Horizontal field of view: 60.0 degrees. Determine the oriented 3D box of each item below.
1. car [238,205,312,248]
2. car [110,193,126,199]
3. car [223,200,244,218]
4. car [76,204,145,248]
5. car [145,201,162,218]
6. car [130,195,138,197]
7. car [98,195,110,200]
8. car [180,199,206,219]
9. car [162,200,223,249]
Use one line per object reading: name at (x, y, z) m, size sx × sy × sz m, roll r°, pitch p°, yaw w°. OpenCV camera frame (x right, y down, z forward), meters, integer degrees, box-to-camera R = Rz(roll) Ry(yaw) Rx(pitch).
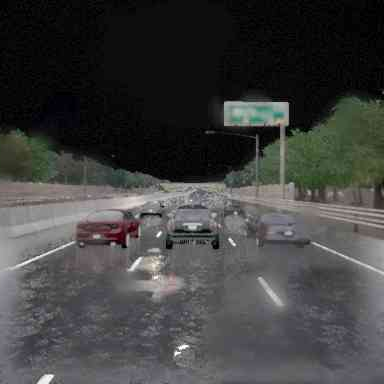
car at (3.524, 1.541, 14.597) m, size 2.033 × 1.411 × 5.357 m, roll 0°, pitch 0°, yaw 0°
car at (-16.887, 1.088, 77.416) m, size 2.097 × 1.767 × 4.553 m, roll 0°, pitch 0°, yaw 1°
car at (3.591, 1.449, 29.558) m, size 1.837 × 1.490 × 4.892 m, roll 0°, pitch 0°, yaw 0°
car at (-3.476, 1.462, 14.618) m, size 1.882 × 1.535 × 5.008 m, roll 0°, pitch 0°, yaw 0°
car at (-3.408, 1.505, 29.601) m, size 1.994 × 1.385 × 4.181 m, roll 0°, pitch 0°, yaw 0°
car at (-13.388, 1.286, 77.329) m, size 1.994 × 1.385 × 4.181 m, roll 0°, pitch 0°, yaw 1°
car at (-20.388, 1.328, 77.414) m, size 1.895 × 1.301 × 4.718 m, roll 0°, pitch 0°, yaw 1°
car at (0.091, 1.428, 29.579) m, size 2.128 × 1.511 × 4.902 m, roll 0°, pitch 0°, yaw 0°
car at (0.023, 1.344, 14.577) m, size 2.097 × 1.767 × 4.553 m, roll 0°, pitch 0°, yaw 0°
